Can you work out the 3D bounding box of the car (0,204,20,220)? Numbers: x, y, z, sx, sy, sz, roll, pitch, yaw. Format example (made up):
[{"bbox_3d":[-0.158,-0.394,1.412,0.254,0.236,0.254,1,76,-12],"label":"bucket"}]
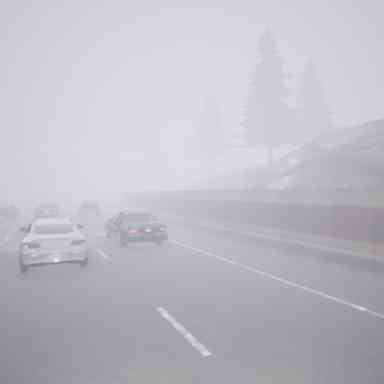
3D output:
[{"bbox_3d":[-16.225,1.713,28.939,1.895,1.301,4.718,0,0,-21],"label":"car"}]

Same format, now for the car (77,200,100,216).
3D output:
[{"bbox_3d":[-10.163,1.584,32.760,1.837,1.490,4.892,0,-2,-20],"label":"car"}]

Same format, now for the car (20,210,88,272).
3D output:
[{"bbox_3d":[-4.577,1.560,10.968,1.812,1.442,4.674,0,0,-24],"label":"car"}]

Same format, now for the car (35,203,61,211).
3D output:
[{"bbox_3d":[-11.873,1.635,27.394,2.033,1.411,5.357,0,0,-22],"label":"car"}]

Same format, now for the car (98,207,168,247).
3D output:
[{"bbox_3d":[-2.758,1.577,15.438,2.033,1.411,5.357,0,0,-24],"label":"car"}]
